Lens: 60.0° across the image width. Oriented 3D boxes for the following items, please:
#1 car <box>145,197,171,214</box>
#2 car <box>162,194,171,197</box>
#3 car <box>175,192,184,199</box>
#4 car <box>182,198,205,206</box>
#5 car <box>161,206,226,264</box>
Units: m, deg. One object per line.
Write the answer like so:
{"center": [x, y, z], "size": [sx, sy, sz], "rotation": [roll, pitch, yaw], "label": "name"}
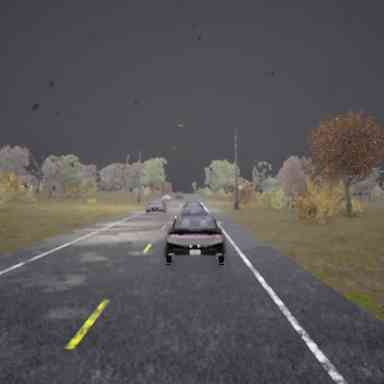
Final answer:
{"center": [-3.591, 1.476, 34.132], "size": [1.994, 1.385, 4.181], "rotation": [0, 0, 0], "label": "car"}
{"center": [-5.755, 1.289, 74.654], "size": [1.812, 1.442, 4.674], "rotation": [0, 0, -8], "label": "car"}
{"center": [-3.439, 1.179, 86.739], "size": [1.837, 1.490, 4.892], "rotation": [0, 0, 0], "label": "car"}
{"center": [0.097, 1.491, 27.343], "size": [1.994, 1.385, 4.181], "rotation": [0, 0, 0], "label": "car"}
{"center": [0.094, 1.459, 11.670], "size": [2.128, 1.511, 4.902], "rotation": [0, 0, 0], "label": "car"}
